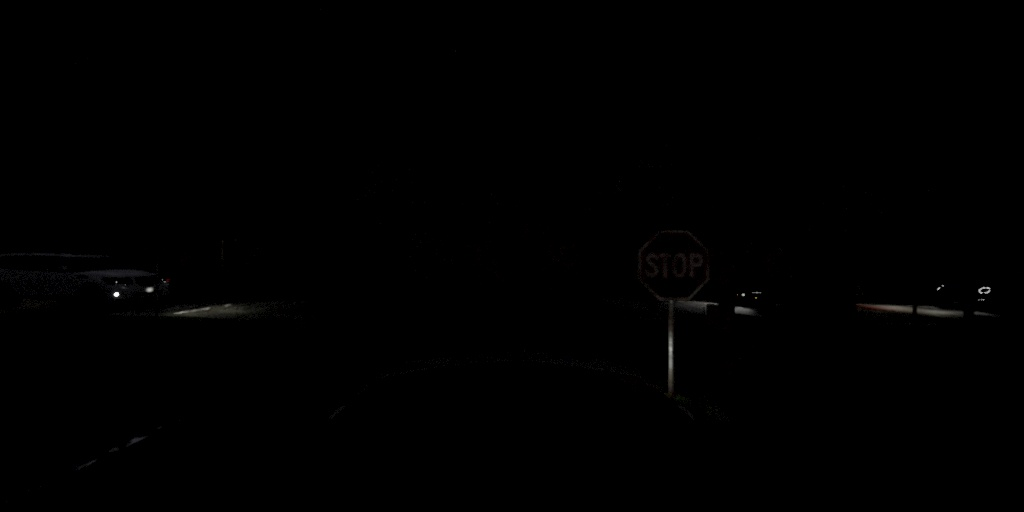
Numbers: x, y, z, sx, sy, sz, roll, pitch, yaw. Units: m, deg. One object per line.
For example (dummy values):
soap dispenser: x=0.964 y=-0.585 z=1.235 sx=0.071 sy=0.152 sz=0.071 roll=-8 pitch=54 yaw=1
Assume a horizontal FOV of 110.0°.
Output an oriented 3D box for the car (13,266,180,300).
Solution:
car: x=-19.177 y=1.212 z=16.770 sx=5.357 sy=1.411 sz=2.033 roll=1 pitch=0 yaw=-1

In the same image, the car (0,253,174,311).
car: x=-16.515 y=0.905 z=13.687 sx=5.566 sy=2.045 sz=2.150 roll=1 pitch=0 yaw=1

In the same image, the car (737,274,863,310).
car: x=12.950 y=1.554 z=16.300 sx=4.892 sy=1.490 sz=1.837 roll=1 pitch=0 yaw=1

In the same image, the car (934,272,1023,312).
car: x=22.211 y=1.508 z=16.194 sx=4.553 sy=1.767 sz=2.097 roll=1 pitch=0 yaw=1

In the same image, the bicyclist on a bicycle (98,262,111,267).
bicyclist on a bicycle: x=-22.442 y=1.099 z=19.746 sx=0.582 sy=1.620 sz=1.656 roll=1 pitch=0 yaw=1
